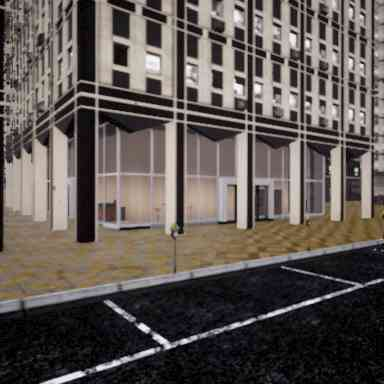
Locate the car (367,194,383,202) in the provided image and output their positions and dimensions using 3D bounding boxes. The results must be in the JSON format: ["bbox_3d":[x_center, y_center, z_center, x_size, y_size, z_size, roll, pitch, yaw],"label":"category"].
[{"bbox_3d":[37.427,1.212,66.164,1.802,1.307,4.206,1,0,-36],"label":"car"}]

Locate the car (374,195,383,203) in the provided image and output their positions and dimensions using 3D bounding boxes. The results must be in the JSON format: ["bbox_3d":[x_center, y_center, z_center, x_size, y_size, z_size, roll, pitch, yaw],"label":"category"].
[{"bbox_3d":[33.915,1.304,56.695,1.802,1.307,4.206,2,0,-36],"label":"car"}]
